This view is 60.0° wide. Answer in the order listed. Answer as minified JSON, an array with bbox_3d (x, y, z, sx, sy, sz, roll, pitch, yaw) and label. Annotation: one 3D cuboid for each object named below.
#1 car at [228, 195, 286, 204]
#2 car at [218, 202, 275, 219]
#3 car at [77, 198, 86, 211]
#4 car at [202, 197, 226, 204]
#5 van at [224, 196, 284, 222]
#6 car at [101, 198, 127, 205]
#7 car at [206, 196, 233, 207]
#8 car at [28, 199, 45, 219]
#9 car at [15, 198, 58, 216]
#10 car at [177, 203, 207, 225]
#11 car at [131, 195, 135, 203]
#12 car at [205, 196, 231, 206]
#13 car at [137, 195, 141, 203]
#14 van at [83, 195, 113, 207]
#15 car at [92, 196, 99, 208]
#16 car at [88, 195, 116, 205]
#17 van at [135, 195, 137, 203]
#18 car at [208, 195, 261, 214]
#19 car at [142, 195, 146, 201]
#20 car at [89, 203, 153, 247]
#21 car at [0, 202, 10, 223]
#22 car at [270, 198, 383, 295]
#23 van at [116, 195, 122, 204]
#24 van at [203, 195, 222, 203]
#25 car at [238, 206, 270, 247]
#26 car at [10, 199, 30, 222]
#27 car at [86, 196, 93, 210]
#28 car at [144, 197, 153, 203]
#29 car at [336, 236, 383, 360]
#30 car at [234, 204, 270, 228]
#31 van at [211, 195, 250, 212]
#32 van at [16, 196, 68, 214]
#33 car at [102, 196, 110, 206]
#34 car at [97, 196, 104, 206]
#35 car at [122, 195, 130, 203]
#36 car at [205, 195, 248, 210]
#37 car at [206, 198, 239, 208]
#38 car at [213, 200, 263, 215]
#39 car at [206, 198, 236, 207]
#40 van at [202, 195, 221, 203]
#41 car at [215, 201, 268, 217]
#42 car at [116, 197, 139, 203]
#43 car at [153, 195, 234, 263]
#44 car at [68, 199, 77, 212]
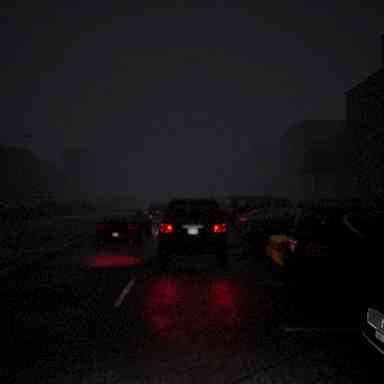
[{"bbox_3d":[4.734,1.265,20.722,5.566,2.045,2.435,0,0,0],"label":"car"},{"bbox_3d":[4.701,1.586,29.183,4.674,1.452,2.002,0,0,0],"label":"car"},{"bbox_3d":[-15.678,1.606,38.925,5.366,1.575,1.946,0,0,0],"label":"car"},{"bbox_3d":[4.690,1.846,70.742,5.008,1.535,2.097,0,-1,0],"label":"car"},{"bbox_3d":[4.821,1.309,26.280,4.442,1.987,1.878,0,0,0],"label":"van"},{"bbox_3d":[-15.518,1.872,66.495,4.674,1.452,2.002,0,-1,0],"label":"car"},{"bbox_3d":[4.667,1.593,56.848,4.553,1.767,2.185,0,0,0],"label":"car"},{"bbox_3d":[-15.476,1.552,27.897,4.892,1.521,2.231,0,0,0],"label":"car"},{"bbox_3d":[-15.478,1.565,30.653,4.892,1.521,2.231,0,0,0],"label":"car"},{"bbox_3d":[0.035,1.600,25.676,2.033,1.411,5.357,0,0,1],"label":"car"},{"bbox_3d":[-15.531,1.887,72.010,5.008,1.535,2.097,0,-1,0],"label":"car"},{"bbox_3d":[4.666,1.616,59.629,4.553,1.767,2.185,0,-1,0],"label":"car"},{"bbox_3d":[-15.560,1.693,77.528,5.566,2.045,2.435,0,-1,0],"label":"car"},{"bbox_3d":[-15.626,1.505,55.469,4.442,1.987,1.878,0,0,0],"label":"van"},{"bbox_3d":[-15.528,1.675,44.439,4.792,1.488,2.163,0,0,0],"label":"car"},{"bbox_3d":[-15.535,1.456,52.711,5.566,2.045,2.435,0,0,0],"label":"car"},{"bbox_3d":[-15.412,1.690,74.770,4.442,1.987,1.878,0,-1,0],"label":"van"},{"bbox_3d":[4.674,1.334,37.398,5.566,2.045,2.435,0,0,0],"label":"car"},{"bbox_3d":[-15.568,1.774,85.802,5.566,2.045,2.435,0,-1,0],"label":"car"},{"bbox_3d":[-2.930,1.500,15.277,1.882,1.535,5.008,0,0,0],"label":"car"},{"bbox_3d":[-15.470,1.529,22.383,4.892,1.521,2.231,0,0,0],"label":"car"},{"bbox_3d":[4.737,1.238,6.826,5.566,2.045,2.435,0,0,0],"label":"car"},{"bbox_3d":[-15.632,1.553,60.982,4.442,1.987,1.878,0,0,0],"label":"van"},{"bbox_3d":[4.810,1.701,79.082,4.442,1.987,1.878,0,-1,0],"label":"van"},{"bbox_3d":[4.703,1.543,15.228,4.674,1.452,2.002,0,0,0],"label":"car"},{"bbox_3d":[-15.473,1.540,25.140,4.892,1.521,2.231,0,0,0],"label":"car"},{"bbox_3d":[-15.489,1.628,41.681,4.892,1.521,2.231,0,0,0],"label":"car"},{"bbox_3d":[-2.930,1.552,31.065,1.882,1.535,5.008,0,0,0],"label":"car"},{"bbox_3d":[4.715,1.486,4.047,4.892,1.521,2.231,0,0,0],"label":"car"},{"bbox_3d":[4.703,1.549,17.943,4.674,1.452,2.002,0,0,0],"label":"car"},{"bbox_3d":[4.585,1.376,40.175,4.442,1.987,1.878,0,0,0],"label":"van"},{"bbox_3d":[-15.370,1.353,33.536,4.442,1.987,1.878,0,0,0],"label":"van"},{"bbox_3d":[-15.509,1.685,49.954,5.008,1.535,2.097,0,0,0],"label":"car"},{"bbox_3d":[-15.504,1.705,47.195,4.674,1.452,2.002,0,0,0],"label":"car"},{"bbox_3d":[-15.332,1.802,63.739,5.366,1.575,1.946,0,-1,0],"label":"car"},{"bbox_3d":[4.672,1.384,45.733,5.566,2.045,2.435,0,0,0],"label":"car"},{"bbox_3d":[4.693,1.676,51.289,4.892,1.521,2.231,0,0,0],"label":"car"},{"bbox_3d":[4.696,1.573,34.616,4.892,1.521,2.231,0,0,0],"label":"car"},{"bbox_3d":[4.696,1.736,54.068,4.674,1.452,2.002,0,0,0],"label":"car"},{"bbox_3d":[4.810,1.727,81.861,4.442,1.987,1.878,0,-1,0],"label":"van"},{"bbox_3d":[4.673,1.587,31.838,4.792,1.488,2.163,0,0,0],"label":"car"},{"bbox_3d":[-15.529,1.972,80.408,5.008,1.535,2.097,0,-1,0],"label":"car"},{"bbox_3d":[0.051,1.236,12.198,2.150,2.045,5.566,0,0,0],"label":"car"},{"bbox_3d":[-15.487,1.633,36.167,4.674,1.452,2.002,0,0,0],"label":"car"}]
